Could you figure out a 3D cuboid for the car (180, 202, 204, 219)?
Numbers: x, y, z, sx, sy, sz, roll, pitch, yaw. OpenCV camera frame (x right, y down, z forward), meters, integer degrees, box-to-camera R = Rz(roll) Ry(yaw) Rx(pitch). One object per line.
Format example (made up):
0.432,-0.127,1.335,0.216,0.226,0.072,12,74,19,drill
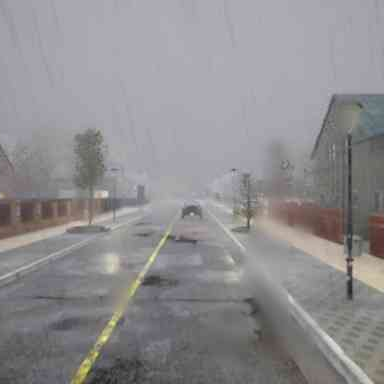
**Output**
0.018,1.667,29.943,1.837,1.490,4.892,0,-2,0,car
